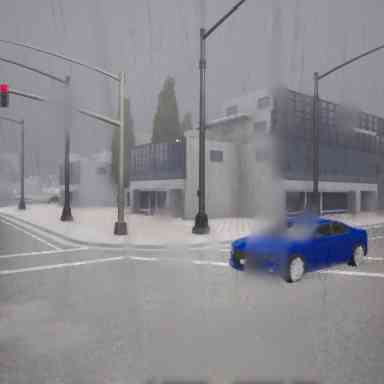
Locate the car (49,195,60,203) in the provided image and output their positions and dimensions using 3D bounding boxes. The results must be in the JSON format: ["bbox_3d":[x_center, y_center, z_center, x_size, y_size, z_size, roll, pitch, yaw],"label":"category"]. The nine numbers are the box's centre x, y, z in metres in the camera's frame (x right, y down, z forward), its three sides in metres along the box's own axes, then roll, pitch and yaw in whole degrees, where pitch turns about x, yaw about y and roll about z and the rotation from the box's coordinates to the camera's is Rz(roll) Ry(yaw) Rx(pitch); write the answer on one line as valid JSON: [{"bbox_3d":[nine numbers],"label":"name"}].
[{"bbox_3d":[-26.684,1.443,65.742,1.837,1.490,4.892,0,0,-3],"label":"car"}]

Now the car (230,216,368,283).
[{"bbox_3d":[3.312,1.510,9.892,5.008,1.535,1.882,0,0,-37],"label":"car"}]
